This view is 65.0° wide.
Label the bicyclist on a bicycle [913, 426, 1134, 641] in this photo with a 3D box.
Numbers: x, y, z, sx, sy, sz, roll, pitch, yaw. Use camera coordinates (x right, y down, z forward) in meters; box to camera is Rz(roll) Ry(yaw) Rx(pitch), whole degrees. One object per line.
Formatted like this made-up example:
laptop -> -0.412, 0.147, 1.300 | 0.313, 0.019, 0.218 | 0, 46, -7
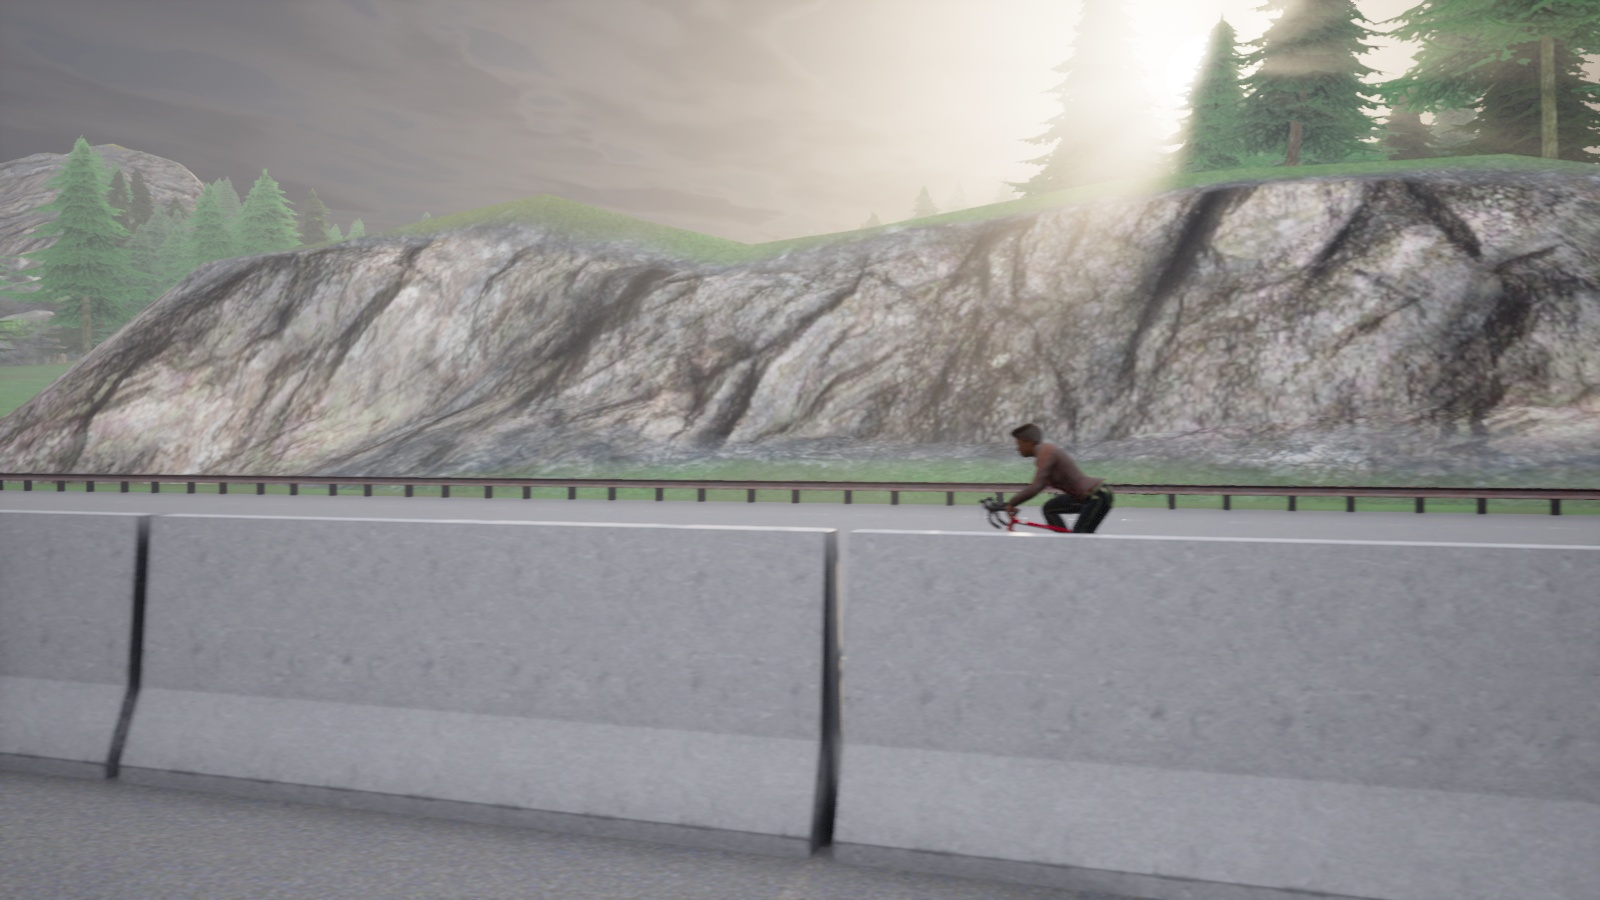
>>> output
bicyclist on a bicycle -> 1.778, 0.626, 9.979 | 1.656, 1.620, 0.582 | 0, 1, 19
